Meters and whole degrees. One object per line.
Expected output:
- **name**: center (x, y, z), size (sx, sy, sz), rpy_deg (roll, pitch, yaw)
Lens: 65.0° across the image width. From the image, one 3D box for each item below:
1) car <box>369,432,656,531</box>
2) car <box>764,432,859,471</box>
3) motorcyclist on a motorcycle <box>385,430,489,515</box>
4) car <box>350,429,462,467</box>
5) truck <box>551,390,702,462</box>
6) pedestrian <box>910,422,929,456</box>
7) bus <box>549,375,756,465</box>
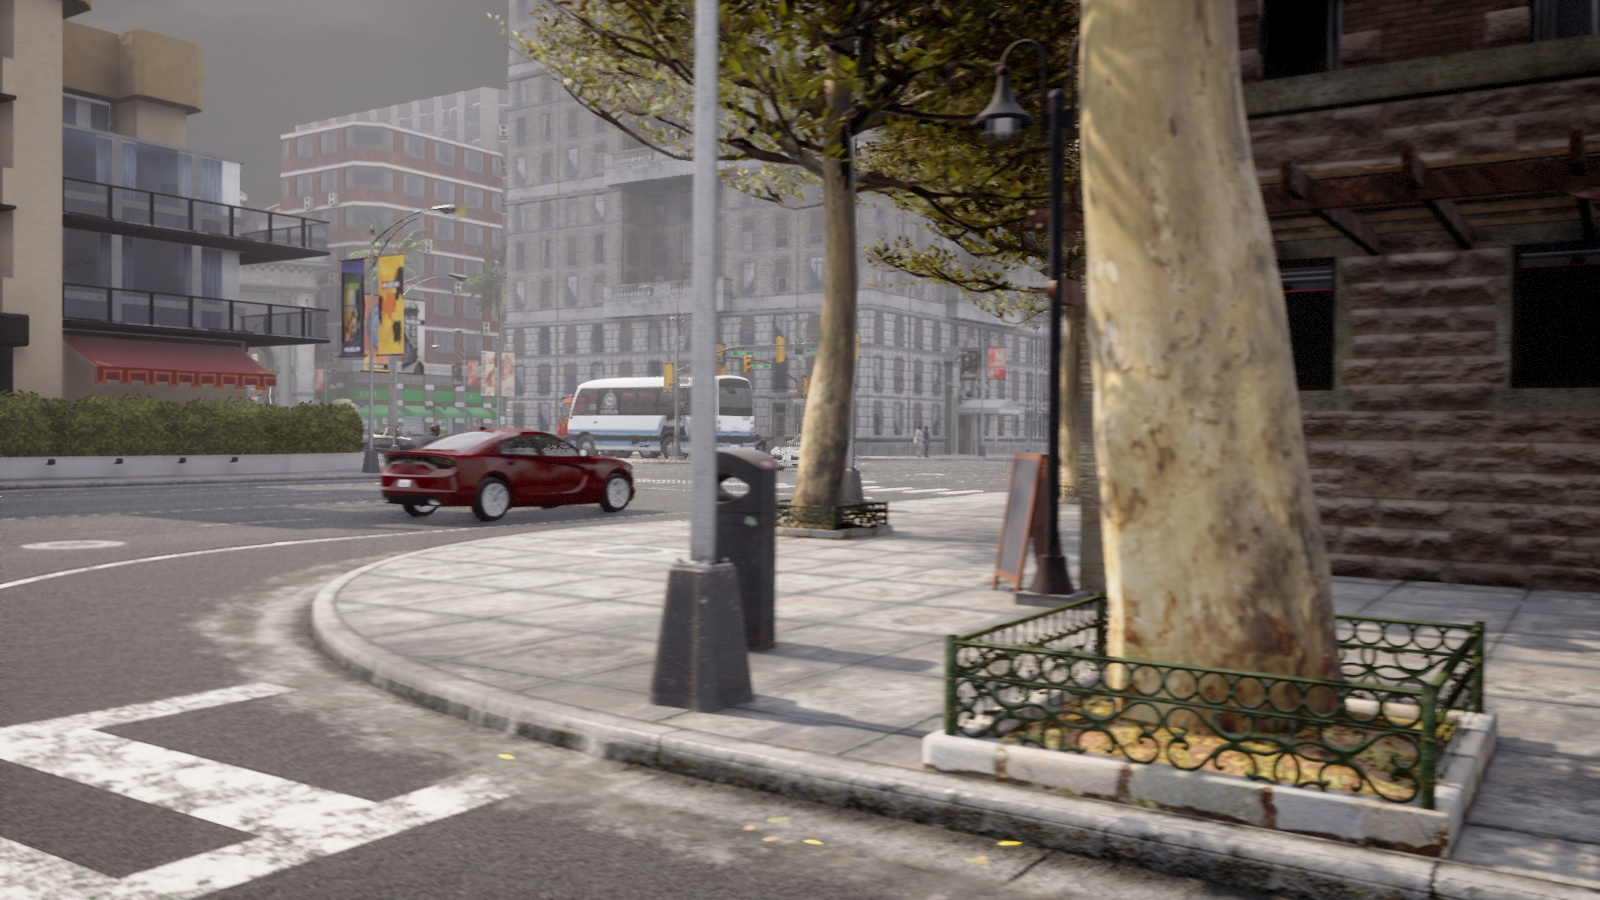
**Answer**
- **car**: center (-4.845, 0.457, 21.968), size (1.882, 1.535, 5.008), rpy_deg (0, 1, 32)
- **car**: center (0.495, 0.031, 49.234), size (1.970, 1.475, 3.806), rpy_deg (0, 1, 33)
- **motorcyclist on a motorcycle**: center (-7.146, 0.416, 24.783), size (0.866, 1.590, 1.817), rpy_deg (0, 1, 33)
- **car**: center (-17.905, -0.096, 56.983), size (5.027, 1.651, 2.152), rpy_deg (0, 1, 34)
- **truck**: center (-9.660, -1.281, 69.493), size (8.468, 3.827, 2.891), rpy_deg (0, 1, 34)
- **pedestrian**: center (6.734, -0.620, 70.520), size (0.900, 1.855, 0.874), rpy_deg (0, 1, 17)
- **bus**: center (-7.602, -1.436, 63.927), size (10.273, 4.253, 3.944), rpy_deg (0, 1, 34)
